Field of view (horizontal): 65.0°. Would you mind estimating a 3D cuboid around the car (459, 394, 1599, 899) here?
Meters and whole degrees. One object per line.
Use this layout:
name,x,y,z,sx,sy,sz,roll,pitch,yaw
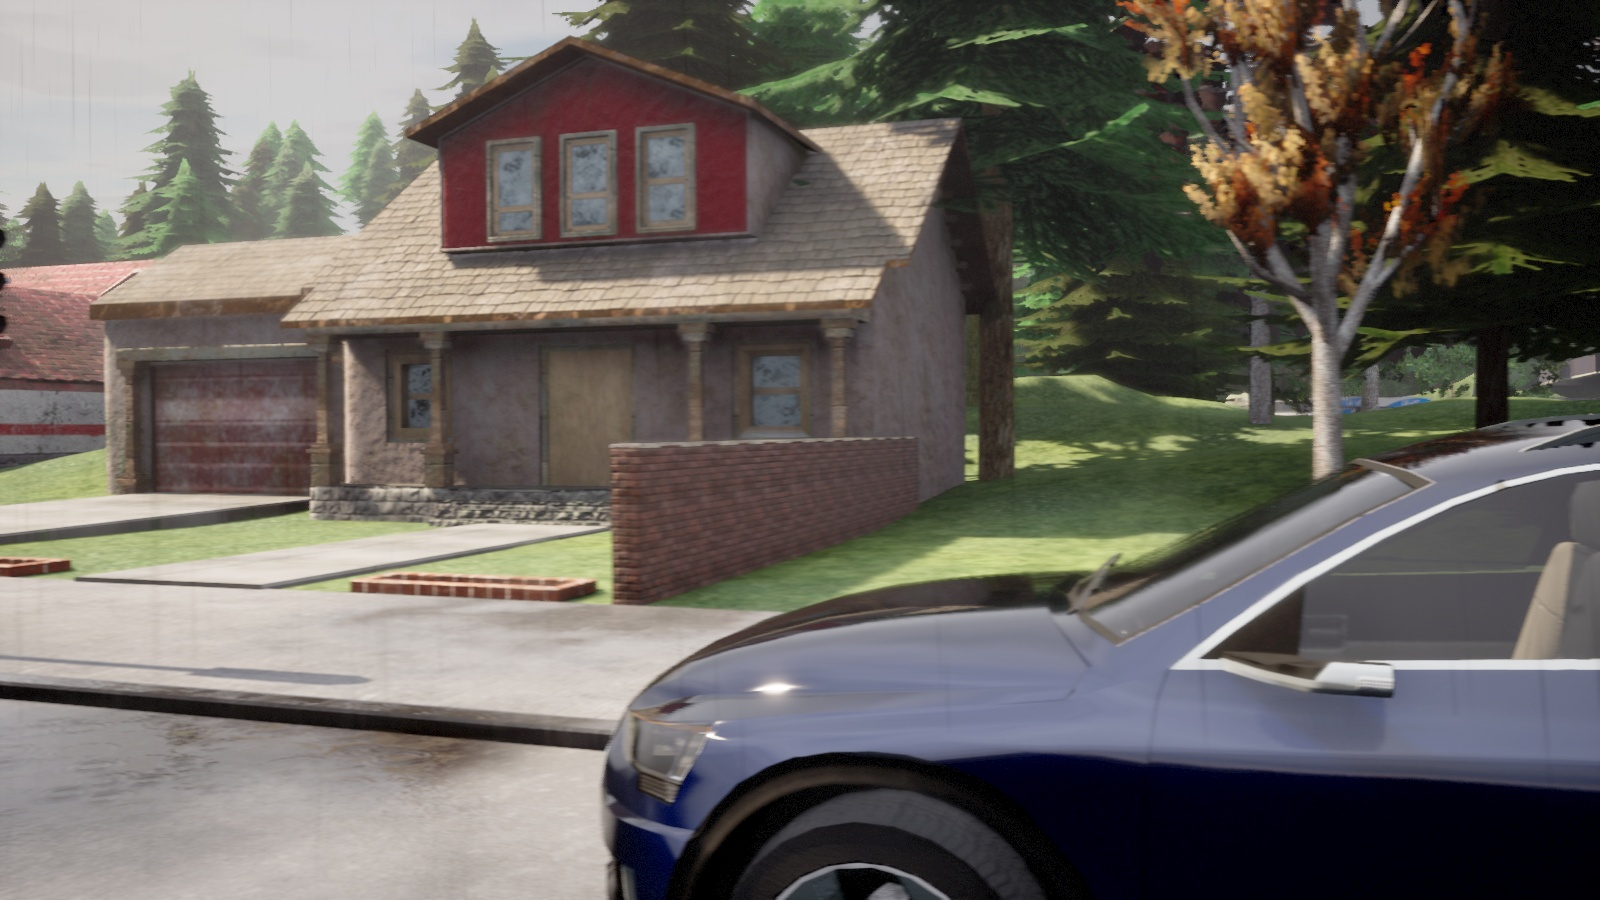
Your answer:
car,1.840,0.714,3.108,4.856,1.649,2.033,1,1,18
